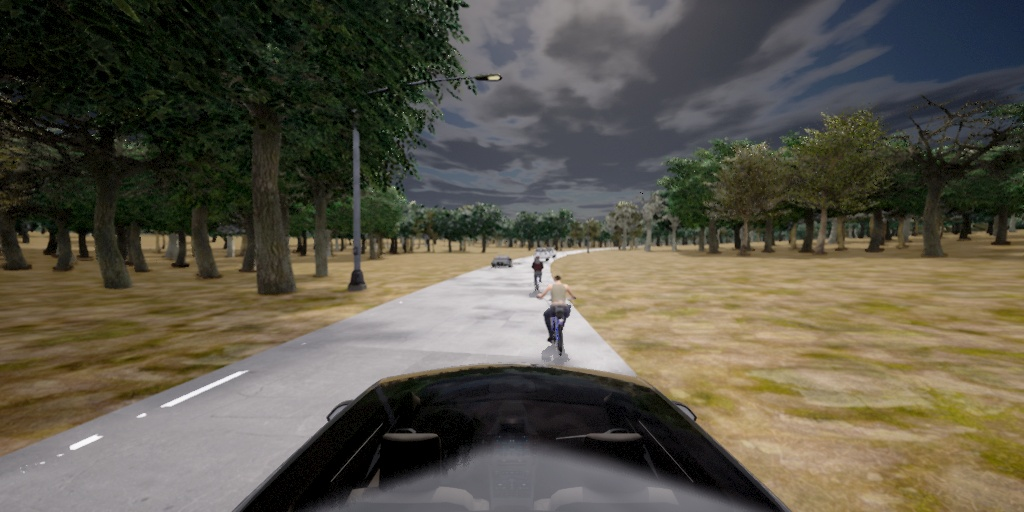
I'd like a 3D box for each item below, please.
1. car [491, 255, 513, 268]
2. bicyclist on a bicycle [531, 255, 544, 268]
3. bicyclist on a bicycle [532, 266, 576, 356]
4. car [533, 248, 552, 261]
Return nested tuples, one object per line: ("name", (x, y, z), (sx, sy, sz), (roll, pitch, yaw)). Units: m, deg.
("car", (-1.007, 0.567, 38.662), (1.994, 1.385, 4.181), (0, 1, 6))
("bicyclist on a bicycle", (1.235, 0.853, 17.196), (0.659, 1.776, 1.843), (0, 1, 3))
("bicyclist on a bicycle", (0.921, 1.094, 7.343), (0.866, 1.612, 1.509), (0, 1, 1))
("car", (4.869, -0.260, 58.007), (2.150, 2.045, 5.566), (0, 2, 9))
